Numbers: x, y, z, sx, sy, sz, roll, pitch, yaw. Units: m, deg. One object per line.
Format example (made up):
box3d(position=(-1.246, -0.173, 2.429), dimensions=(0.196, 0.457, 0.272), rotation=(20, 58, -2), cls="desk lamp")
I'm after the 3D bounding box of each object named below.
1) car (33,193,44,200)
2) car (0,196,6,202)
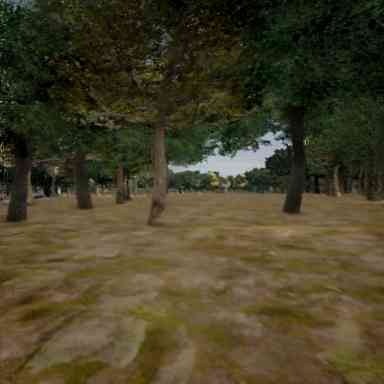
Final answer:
box3d(position=(-34.922, 1.004, 75.013), dimensions=(2.128, 1.511, 4.902), rotation=(0, 0, -6), cls="car")
box3d(position=(-35.505, 1.156, 59.889), dimensions=(1.994, 1.385, 4.181), rotation=(0, 0, 6), cls="car")
